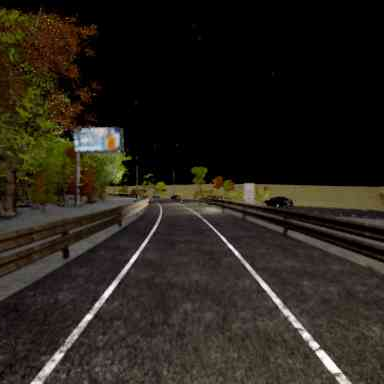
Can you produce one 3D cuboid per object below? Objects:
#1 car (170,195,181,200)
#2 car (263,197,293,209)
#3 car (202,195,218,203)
[{"bbox_3d":[-4.379,1.497,87.795,1.812,1.442,4.674,0,0,-19],"label":"car"},{"bbox_3d":[11.140,1.336,43.334,1.882,1.535,5.008,0,0,-19],"label":"car"},{"bbox_3d":[3.550,1.425,65.076,1.837,1.490,4.892,0,0,-19],"label":"car"}]
